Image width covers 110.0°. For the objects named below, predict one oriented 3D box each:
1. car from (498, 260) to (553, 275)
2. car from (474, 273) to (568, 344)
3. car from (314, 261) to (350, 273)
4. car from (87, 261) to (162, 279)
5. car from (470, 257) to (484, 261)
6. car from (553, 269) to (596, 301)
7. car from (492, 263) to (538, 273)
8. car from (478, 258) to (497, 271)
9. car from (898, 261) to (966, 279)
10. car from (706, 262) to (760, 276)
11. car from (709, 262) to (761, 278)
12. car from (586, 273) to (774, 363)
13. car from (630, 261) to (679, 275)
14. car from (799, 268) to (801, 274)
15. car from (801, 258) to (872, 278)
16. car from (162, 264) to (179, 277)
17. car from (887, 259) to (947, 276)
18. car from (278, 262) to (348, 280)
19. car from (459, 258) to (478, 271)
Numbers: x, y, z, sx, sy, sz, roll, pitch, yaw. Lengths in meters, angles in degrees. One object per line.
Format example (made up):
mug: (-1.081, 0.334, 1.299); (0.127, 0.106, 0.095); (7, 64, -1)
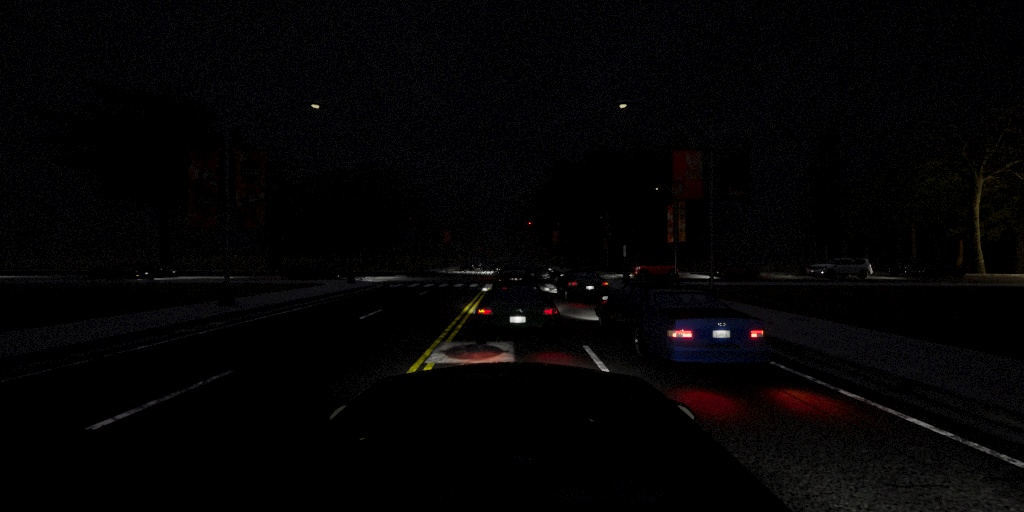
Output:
car: (1.312, 1.169, 30.247); (4.553, 1.767, 2.097); (0, 0, 0)
car: (0.110, 1.321, 9.619); (1.994, 1.385, 4.181); (0, 0, 0)
car: (-17.540, 1.258, 33.373); (4.902, 1.511, 2.128); (0, 0, -1)
car: (-32.561, 1.272, 29.988); (4.181, 1.385, 1.994); (0, 0, 0)
car: (-6.530, 1.194, 62.014); (2.150, 2.045, 5.566); (0, 0, 0)
car: (3.363, 1.340, 17.512); (1.994, 1.385, 4.181); (0, 0, 0)
car: (0.105, 1.284, 18.525); (1.837, 1.490, 4.892); (0, 0, 0)
car: (-3.296, 1.406, 52.714); (2.128, 1.511, 4.902); (0, 0, 0)
car: (43.899, 1.576, 37.210); (4.902, 1.511, 2.128); (0, 0, 0)
car: (24.817, 1.476, 40.355); (4.892, 1.490, 1.837); (0, 0, -1)
car: (23.246, 1.522, 37.109); (4.181, 1.385, 1.994); (0, 0, -2)
car: (3.356, 1.303, 8.269); (2.033, 1.411, 5.357); (0, 0, 0)
car: (14.612, 1.266, 37.017); (4.553, 1.767, 2.097); (0, 0, -1)
car: (35.306, 1.508, 40.417); (5.008, 1.535, 1.882); (0, 0, 1)
car: (33.897, 1.238, 37.165); (5.566, 2.045, 2.150); (0, 0, 0)
car: (-33.803, 1.200, 33.229); (4.902, 1.511, 2.128); (0, 0, 0)
car: (45.939, 1.328, 40.456); (5.566, 2.045, 2.150); (0, 0, 0)
car: (-16.791, 1.365, 30.131); (4.718, 1.301, 1.895); (0, 0, -1)
car: (-6.548, 1.417, 52.164); (1.837, 1.490, 4.892); (0, 0, 0)
